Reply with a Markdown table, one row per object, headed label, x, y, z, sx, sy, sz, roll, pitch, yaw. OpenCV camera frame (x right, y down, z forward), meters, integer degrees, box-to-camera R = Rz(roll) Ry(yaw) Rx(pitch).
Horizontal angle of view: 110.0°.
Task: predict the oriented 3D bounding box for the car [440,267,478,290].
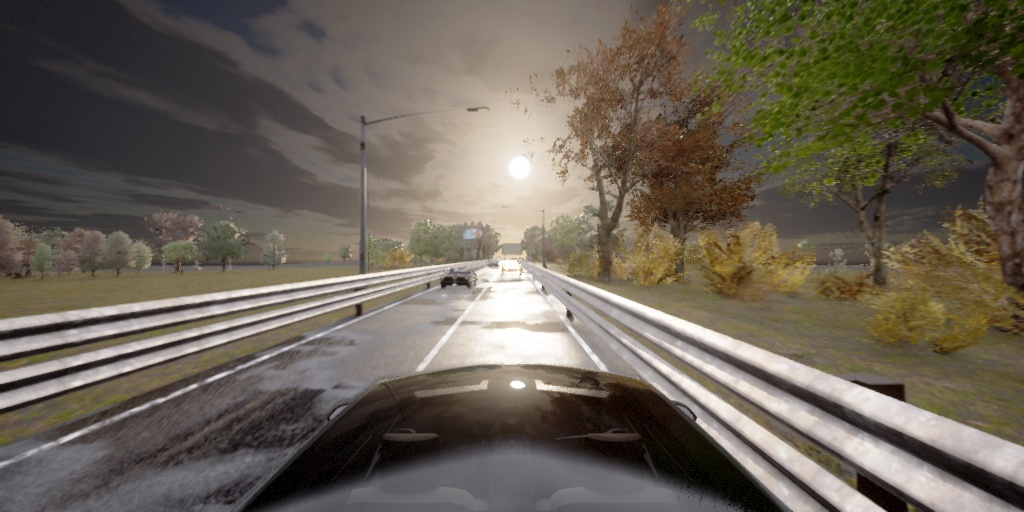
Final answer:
| label | x | y | z | sx | sy | sz | roll | pitch | yaw |
| --- | --- | --- | --- | --- | --- | --- | --- | --- | --- |
| car | -3.350 | 1.381 | 23.136 | 1.895 | 1.301 | 4.718 | 0 | 0 | 0 |

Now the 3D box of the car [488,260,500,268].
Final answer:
| label | x | y | z | sx | sy | sz | roll | pitch | yaw |
| --- | --- | --- | --- | --- | --- | --- | --- | --- | --- |
| car | -3.282 | 1.369 | 64.685 | 1.812 | 1.442 | 4.674 | 0 | 0 | 0 |

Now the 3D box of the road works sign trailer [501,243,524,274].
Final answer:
| label | x | y | z | sx | sy | sz | roll | pitch | yaw |
| --- | --- | --- | --- | --- | --- | --- | --- | --- | --- |
| road works sign trailer | 0.001 | 0.272 | 41.443 | 2.380 | 3.560 | 2.880 | 0 | 0 | 0 |
